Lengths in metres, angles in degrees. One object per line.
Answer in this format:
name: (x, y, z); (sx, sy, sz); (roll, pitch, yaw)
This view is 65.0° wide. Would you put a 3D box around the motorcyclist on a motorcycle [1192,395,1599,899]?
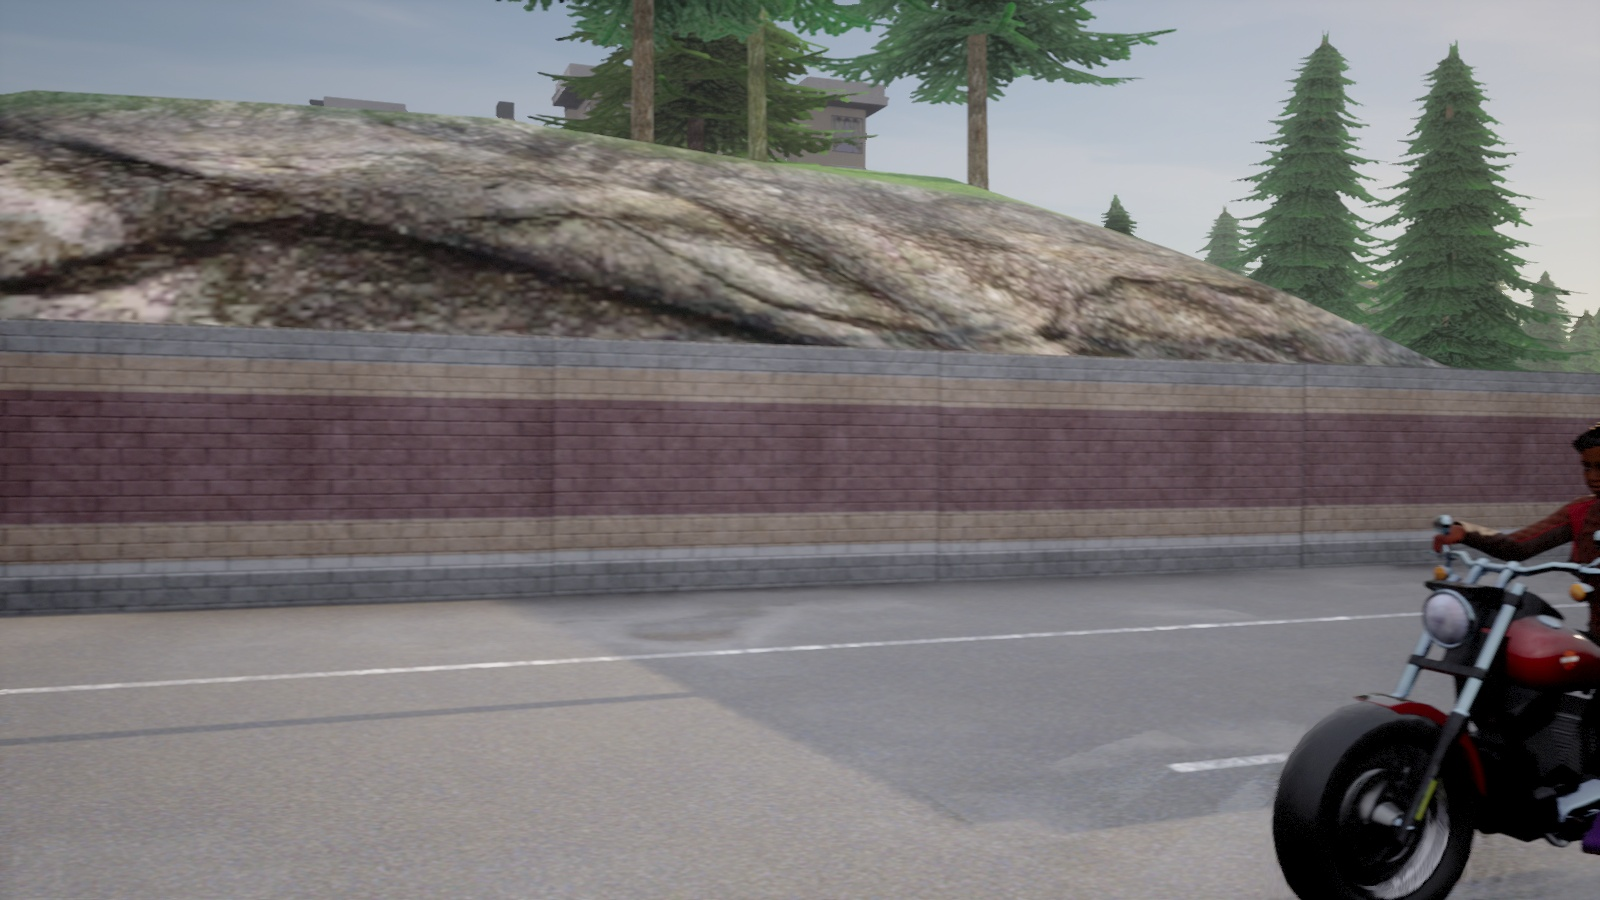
motorcyclist on a motorcycle: (2.536, 0.653, 4.200); (2.350, 1.649, 0.766); (-1, 1, -21)
